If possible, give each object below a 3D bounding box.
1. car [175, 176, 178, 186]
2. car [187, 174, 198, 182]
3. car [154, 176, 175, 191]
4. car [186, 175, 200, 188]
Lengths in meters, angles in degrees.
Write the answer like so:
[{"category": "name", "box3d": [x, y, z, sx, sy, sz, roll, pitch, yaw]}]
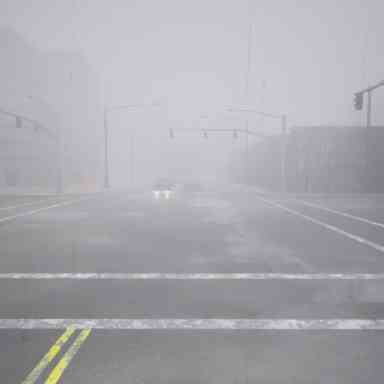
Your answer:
[{"category": "car", "box3d": [-3.525, -1.669, 51.296, 1.837, 1.490, 4.892, 0, 4, 0]}, {"category": "car", "box3d": [0.119, -2.987, 71.121, 2.128, 1.511, 4.902, 0, 4, 0]}, {"category": "car", "box3d": [-3.542, -0.945, 41.389, 1.994, 1.385, 4.181, 0, 4, 0]}, {"category": "car", "box3d": [0.173, -1.330, 46.556, 1.812, 1.442, 4.674, 0, 4, 0]}]
